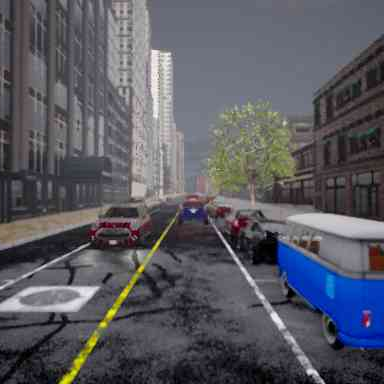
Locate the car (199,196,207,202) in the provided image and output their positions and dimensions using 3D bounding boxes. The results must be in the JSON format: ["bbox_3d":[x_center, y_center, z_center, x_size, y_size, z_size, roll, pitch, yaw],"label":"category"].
[{"bbox_3d":[2.688,1.656,83.622,1.947,1.339,4.313,1,0,0],"label":"car"}]

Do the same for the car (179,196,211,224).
[{"bbox_3d":[0.096,1.396,25.362,2.097,1.767,4.553,0,0,0],"label":"car"}]

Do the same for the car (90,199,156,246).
[{"bbox_3d":[-3.097,1.381,15.292,2.097,1.767,4.553,0,0,0],"label":"car"}]

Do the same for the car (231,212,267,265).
[{"bbox_3d":[2.699,1.588,11.523,1.947,1.339,4.313,1,0,0],"label":"car"}]

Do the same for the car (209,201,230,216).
[{"bbox_3d":[2.695,1.637,33.708,1.802,1.307,4.206,1,0,0],"label":"car"}]

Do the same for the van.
[{"bbox_3d":[2.703,1.353,5.977,1.690,1.788,3.998,1,0,0],"label":"van"}]

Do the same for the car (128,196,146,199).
[{"bbox_3d":[-5.681,1.370,33.706,2.192,1.841,5.009,1,0,0],"label":"car"}]

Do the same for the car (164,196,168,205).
[{"bbox_3d":[-5.688,1.643,55.891,1.947,1.339,4.313,1,0,0],"label":"car"}]

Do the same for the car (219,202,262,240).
[{"bbox_3d":[2.700,1.472,17.069,1.967,1.590,4.097,1,0,0],"label":"car"}]

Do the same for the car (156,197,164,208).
[{"bbox_3d":[-5.687,1.598,50.173,1.752,1.417,4.829,1,0,0],"label":"car"}]

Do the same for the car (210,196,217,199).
[{"bbox_3d":[2.696,1.587,39.424,1.752,1.417,4.829,1,0,0],"label":"car"}]

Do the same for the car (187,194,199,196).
[{"bbox_3d":[0.092,1.288,46.061,2.150,2.045,5.566,0,0,0],"label":"car"}]

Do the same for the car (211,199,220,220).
[{"bbox_3d":[2.697,1.593,28.163,1.887,1.381,4.507,1,0,0],"label":"car"}]

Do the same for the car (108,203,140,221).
[{"bbox_3d":[-5.684,1.630,28.159,1.802,1.307,4.206,1,0,0],"label":"car"}]

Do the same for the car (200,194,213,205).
[{"bbox_3d":[2.695,1.397,61.440,2.192,1.841,5.009,1,0,0],"label":"car"}]

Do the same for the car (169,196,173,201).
[{"bbox_3d":[-5.692,1.656,83.619,1.947,1.339,4.313,1,0,0],"label":"car"}]
